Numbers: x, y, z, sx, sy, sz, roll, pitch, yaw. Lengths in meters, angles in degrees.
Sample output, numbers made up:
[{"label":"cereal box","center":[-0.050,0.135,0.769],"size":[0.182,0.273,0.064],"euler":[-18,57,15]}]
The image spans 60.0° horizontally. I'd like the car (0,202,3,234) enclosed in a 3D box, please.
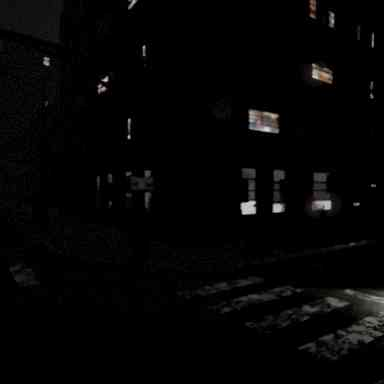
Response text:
[{"label":"car","center":[-10.366,0.991,15.967],"size":[2.192,1.841,5.009],"euler":[1,0,-36]}]
